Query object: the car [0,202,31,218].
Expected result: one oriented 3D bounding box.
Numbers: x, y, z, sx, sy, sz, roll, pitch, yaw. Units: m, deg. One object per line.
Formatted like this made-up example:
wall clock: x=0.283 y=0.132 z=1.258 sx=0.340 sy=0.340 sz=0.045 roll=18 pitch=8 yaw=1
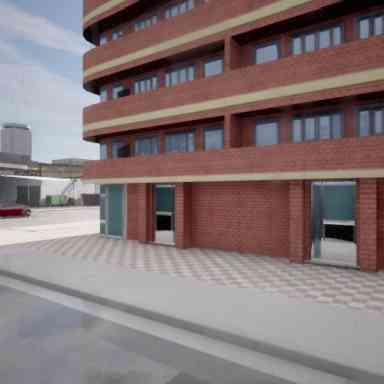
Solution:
car: x=-16.050 y=1.563 z=28.419 sx=1.994 sy=1.385 sz=4.181 roll=0 pitch=0 yaw=34
